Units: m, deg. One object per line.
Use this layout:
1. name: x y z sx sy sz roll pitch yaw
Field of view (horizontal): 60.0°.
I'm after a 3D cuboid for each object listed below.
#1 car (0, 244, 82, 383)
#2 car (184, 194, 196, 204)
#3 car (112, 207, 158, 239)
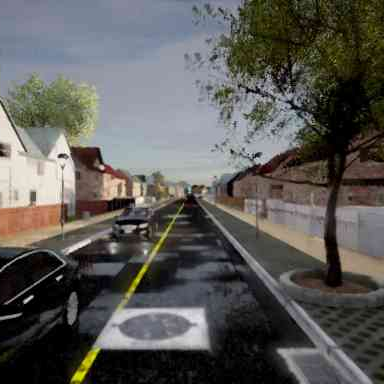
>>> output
1. car: -2.866 1.527 4.118 1.837 1.490 4.892 0 0 0
2. car: -0.337 1.427 67.800 2.150 2.045 5.566 0 0 0
3. car: -2.919 1.558 17.713 2.128 1.511 4.902 0 0 0
